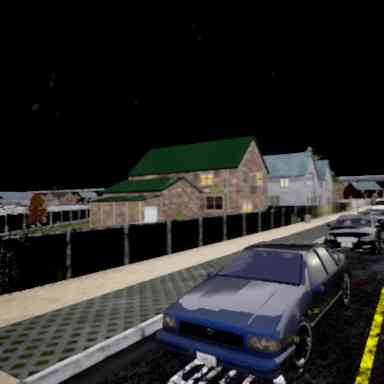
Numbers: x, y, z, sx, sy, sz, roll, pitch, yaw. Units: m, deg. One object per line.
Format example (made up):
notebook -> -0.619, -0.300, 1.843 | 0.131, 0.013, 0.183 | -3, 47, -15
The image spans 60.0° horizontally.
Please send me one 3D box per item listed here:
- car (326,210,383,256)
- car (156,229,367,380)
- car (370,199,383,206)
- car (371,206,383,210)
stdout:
car -> 7.099, 1.730, 14.442 | 2.128, 1.511, 4.902 | -2, -2, 33
car -> 1.694, 1.688, 6.280 | 2.033, 1.411, 5.357 | -2, -2, 35
car -> 18.499, 1.660, 31.749 | 2.150, 2.045, 5.566 | -2, -2, 34
car -> 12.620, 1.901, 22.854 | 1.994, 1.385, 4.181 | -2, -2, 33
